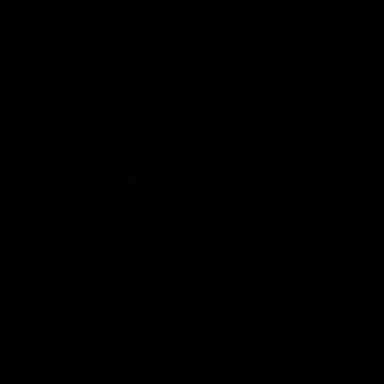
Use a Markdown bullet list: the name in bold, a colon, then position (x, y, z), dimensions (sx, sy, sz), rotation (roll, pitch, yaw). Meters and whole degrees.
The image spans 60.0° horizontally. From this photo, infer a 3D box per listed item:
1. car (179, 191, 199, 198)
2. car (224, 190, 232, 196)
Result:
- **car**: position (-0.501, 0.431, 60.459), dimensions (1.994, 1.385, 4.181), rotation (1, 1, 40)
- **car**: position (8.674, 0.243, 71.932), dimensions (1.994, 1.385, 4.181), rotation (0, 0, 38)
